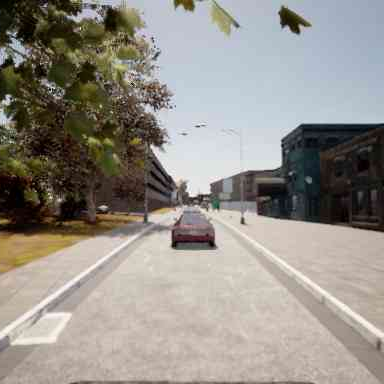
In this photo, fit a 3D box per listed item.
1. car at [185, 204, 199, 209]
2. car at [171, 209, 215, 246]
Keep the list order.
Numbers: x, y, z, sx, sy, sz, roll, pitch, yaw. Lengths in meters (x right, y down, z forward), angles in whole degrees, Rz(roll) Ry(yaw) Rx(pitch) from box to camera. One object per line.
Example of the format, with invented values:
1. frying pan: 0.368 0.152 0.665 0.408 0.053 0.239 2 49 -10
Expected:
1. car: -0.011 2.182 33.809 2.033 1.411 5.357 0 -2 0
2. car: 0.047 1.717 16.168 1.994 1.385 4.181 0 -1 0
